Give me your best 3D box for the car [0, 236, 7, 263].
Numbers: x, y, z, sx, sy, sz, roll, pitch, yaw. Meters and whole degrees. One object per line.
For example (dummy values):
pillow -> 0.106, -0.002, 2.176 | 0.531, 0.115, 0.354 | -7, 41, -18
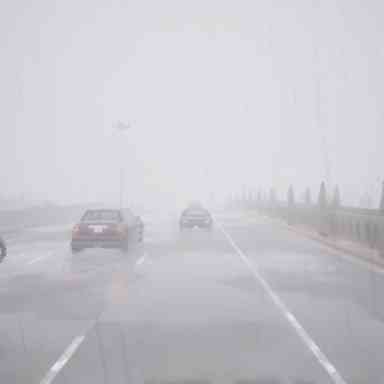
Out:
car -> -6.839, 1.516, 8.687 | 1.837, 1.490, 4.892 | 0, 0, 0

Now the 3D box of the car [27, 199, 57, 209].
car -> -17.312, 1.603, 38.693 | 1.812, 1.442, 4.674 | 0, -1, 1

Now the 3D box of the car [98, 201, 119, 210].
car -> -13.654, 2.236, 54.664 | 2.033, 1.411, 5.357 | 0, -4, 0

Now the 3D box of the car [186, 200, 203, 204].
car -> 0.341, 1.639, 38.307 | 1.812, 1.442, 4.674 | 0, 0, 0

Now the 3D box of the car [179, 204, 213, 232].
car -> 0.224, 1.661, 20.558 | 1.895, 1.301, 4.718 | 0, 0, 0

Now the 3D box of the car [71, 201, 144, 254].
car -> -3.312, 1.386, 13.882 | 2.097, 1.767, 4.553 | 0, 0, 0
